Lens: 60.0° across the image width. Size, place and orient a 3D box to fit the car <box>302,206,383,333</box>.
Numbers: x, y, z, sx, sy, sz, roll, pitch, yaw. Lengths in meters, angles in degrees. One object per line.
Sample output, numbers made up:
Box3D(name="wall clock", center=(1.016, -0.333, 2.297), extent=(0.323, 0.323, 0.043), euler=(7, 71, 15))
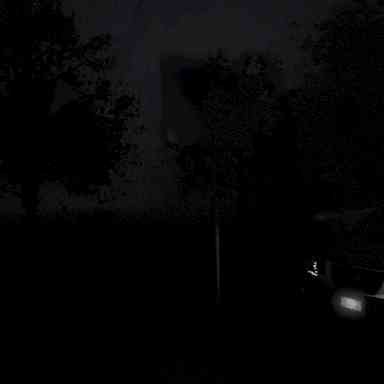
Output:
Box3D(name="car", center=(4.476, 1.219, 6.280), extent=(5.566, 2.045, 2.150), euler=(0, 0, -36))
